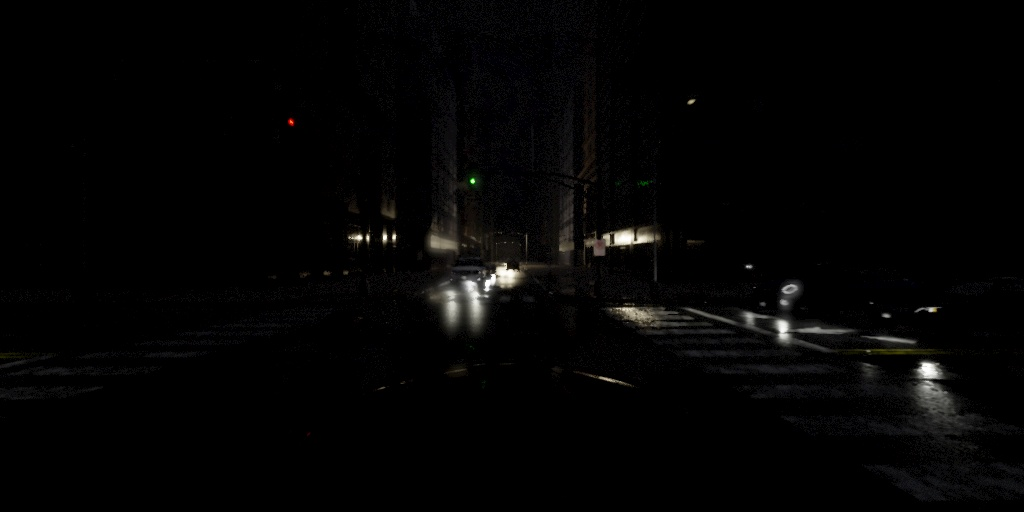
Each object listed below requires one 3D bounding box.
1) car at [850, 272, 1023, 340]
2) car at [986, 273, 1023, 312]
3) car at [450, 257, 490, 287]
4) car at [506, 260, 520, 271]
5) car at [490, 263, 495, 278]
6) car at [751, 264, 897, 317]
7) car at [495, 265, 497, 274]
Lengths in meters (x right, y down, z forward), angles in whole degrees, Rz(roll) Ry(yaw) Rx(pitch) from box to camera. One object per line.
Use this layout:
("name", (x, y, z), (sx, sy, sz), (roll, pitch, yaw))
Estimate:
("car", (11.891, 1.232, 9.100), (4.674, 1.442, 1.812), (0, 0, 2))
("car", (19.919, 1.271, 12.323), (4.718, 1.301, 1.895), (0, 0, 0))
("car", (-3.023, 1.084, 25.808), (2.150, 2.045, 5.566), (0, 0, 0))
("car", (0.151, 1.488, 54.623), (1.882, 1.535, 5.008), (0, 0, 0))
("car", (-2.997, 1.512, 35.873), (1.895, 1.301, 4.718), (0, 0, 0))
("car", (10.927, 1.070, 12.399), (4.553, 1.767, 2.097), (0, 0, 2))
("car", (-2.965, 1.563, 46.026), (1.895, 1.301, 4.718), (0, 0, 0))
